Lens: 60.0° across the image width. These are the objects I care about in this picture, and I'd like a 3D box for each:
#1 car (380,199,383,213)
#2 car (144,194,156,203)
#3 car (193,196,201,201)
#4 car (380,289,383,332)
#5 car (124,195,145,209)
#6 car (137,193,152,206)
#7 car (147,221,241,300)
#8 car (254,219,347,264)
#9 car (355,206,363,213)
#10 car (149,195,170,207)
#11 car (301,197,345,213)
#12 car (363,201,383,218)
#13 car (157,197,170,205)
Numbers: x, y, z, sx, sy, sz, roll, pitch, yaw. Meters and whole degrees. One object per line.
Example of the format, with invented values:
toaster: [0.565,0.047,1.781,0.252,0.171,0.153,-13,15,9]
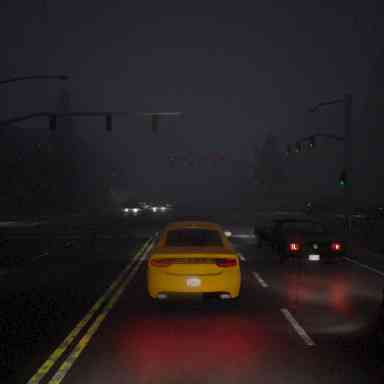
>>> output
car: [23.059,1.526,35.812,4.674,1.442,1.812,0,0,-2]
car: [-8.697,1.354,68.778,2.097,1.767,4.553,0,0,-1]
car: [1.303,1.595,88.213,1.895,1.301,4.718,0,0,-1]
car: [3.597,1.478,2.711,1.882,1.535,5.008,0,0,0]
car: [-8.209,1.564,46.436,1.994,1.385,4.181,0,0,-1]
car: [-8.471,1.220,56.933,2.150,2.045,5.566,0,0,-1]
car: [0.034,1.478,8.477,1.882,1.535,5.008,0,0,0]
car: [3.502,1.601,11.801,1.895,1.301,4.718,0,0,-1]
car: [18.772,1.547,32.200,5.357,1.411,2.033,0,0,-2]
car: [-4.794,1.564,49.748,1.994,1.385,4.181,0,0,-2]
car: [14.082,1.352,35.565,4.553,1.767,2.097,0,0,-2]
car: [17.689,1.526,28.471,4.674,1.442,1.812,0,0,-1]
car: [-5.030,1.564,59.777,1.994,1.385,4.181,0,0,-1]
